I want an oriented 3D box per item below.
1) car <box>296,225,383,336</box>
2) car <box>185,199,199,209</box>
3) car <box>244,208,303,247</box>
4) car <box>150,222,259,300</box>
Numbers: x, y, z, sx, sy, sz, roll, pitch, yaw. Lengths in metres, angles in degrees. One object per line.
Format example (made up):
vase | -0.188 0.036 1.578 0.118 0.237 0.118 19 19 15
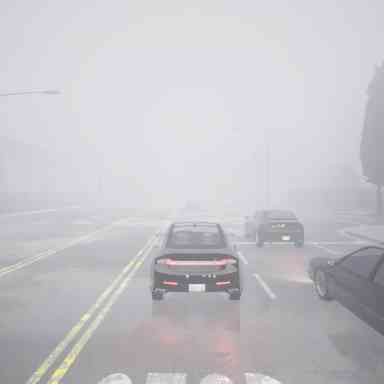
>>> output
car | 3.588 1.547 5.300 2.033 1.411 5.357 0 0 0
car | 0.001 1.596 44.135 1.895 1.301 4.718 0 0 0
car | 3.565 1.503 15.046 1.837 1.490 4.892 0 0 0
car | 0.082 1.491 8.345 2.128 1.511 4.902 0 0 0
